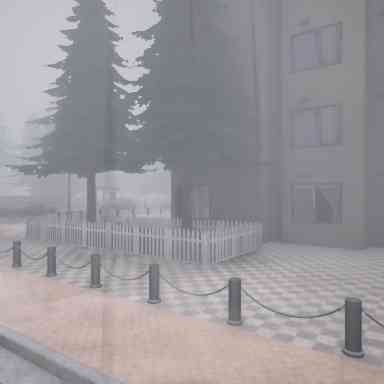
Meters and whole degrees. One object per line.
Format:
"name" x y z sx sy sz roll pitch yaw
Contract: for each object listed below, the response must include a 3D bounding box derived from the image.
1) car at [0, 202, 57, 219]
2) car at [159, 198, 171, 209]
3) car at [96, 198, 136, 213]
"car" -14.366 1.585 28.805 1.895 1.301 4.718 0 0 37
"car" -2.429 1.510 44.560 1.812 1.442 4.674 0 0 37
"car" -8.338 1.476 36.777 2.128 1.511 4.902 0 0 37
